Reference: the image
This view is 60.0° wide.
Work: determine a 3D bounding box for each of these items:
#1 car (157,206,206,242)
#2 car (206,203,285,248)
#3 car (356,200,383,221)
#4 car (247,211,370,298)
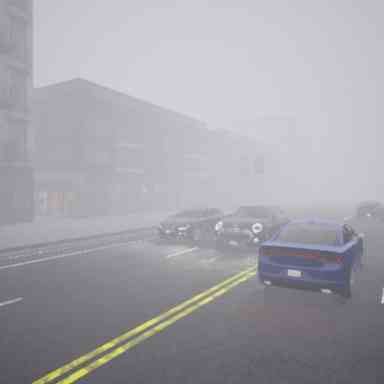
[{"bbox_3d":[0.227,1.467,16.440,1.837,1.490,4.892,0,0,32],"label":"car"},{"bbox_3d":[2.721,1.313,14.289,2.097,1.767,4.553,0,0,32],"label":"car"},{"bbox_3d":[14.117,1.420,26.232,1.837,1.490,4.892,0,0,32],"label":"car"},{"bbox_3d":[3.327,1.449,8.696,1.882,1.535,5.008,0,0,32],"label":"car"}]
